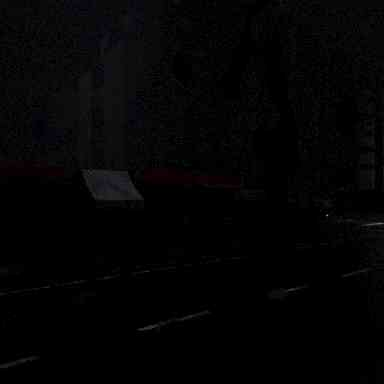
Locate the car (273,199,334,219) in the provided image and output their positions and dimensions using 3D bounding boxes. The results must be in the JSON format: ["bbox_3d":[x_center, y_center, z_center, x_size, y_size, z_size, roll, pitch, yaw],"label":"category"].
[{"bbox_3d":[9.410,1.545,28.087,1.895,1.301,4.718,0,0,-36],"label":"car"}]

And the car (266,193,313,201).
[{"bbox_3d":[9.450,1.297,34.011,2.097,1.767,4.553,0,0,-36],"label":"car"}]

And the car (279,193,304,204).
[{"bbox_3d":[17.219,1.114,57.726,1.905,1.878,3.866,0,0,-35],"label":"car"}]

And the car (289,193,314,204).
[{"bbox_3d":[19.614,1.114,59.433,1.905,1.878,3.866,0,0,-35],"label":"car"}]
